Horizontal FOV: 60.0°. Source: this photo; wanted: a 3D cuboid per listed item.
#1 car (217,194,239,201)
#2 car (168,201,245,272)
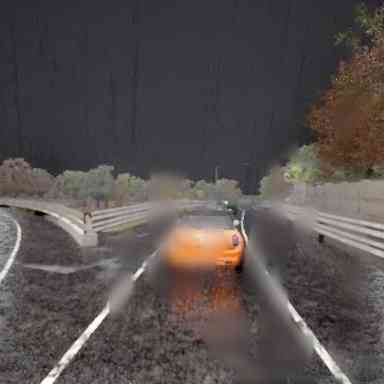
[{"bbox_3d":[3.785,1.252,35.592,2.150,2.045,5.566,0,-1,9],"label":"car"},{"bbox_3d":[0.501,1.341,10.928,2.097,1.767,4.553,0,0,3],"label":"car"}]
